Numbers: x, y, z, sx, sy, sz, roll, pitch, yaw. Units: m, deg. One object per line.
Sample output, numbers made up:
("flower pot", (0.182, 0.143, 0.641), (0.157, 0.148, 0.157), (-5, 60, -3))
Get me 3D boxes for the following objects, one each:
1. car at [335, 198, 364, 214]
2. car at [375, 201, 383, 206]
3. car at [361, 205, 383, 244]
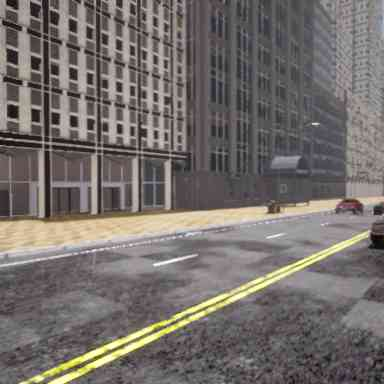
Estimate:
("car", (15.813, 1.369, 33.231), (1.812, 1.442, 4.674), (1, 0, 39))
("car", (18.529, 1.482, 31.417), (1.895, 1.301, 4.718), (1, 1, 39))
("car", (9.256, 1.495, 14.617), (2.033, 1.411, 5.357), (1, 1, 39))
